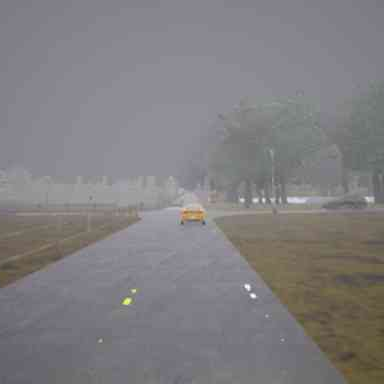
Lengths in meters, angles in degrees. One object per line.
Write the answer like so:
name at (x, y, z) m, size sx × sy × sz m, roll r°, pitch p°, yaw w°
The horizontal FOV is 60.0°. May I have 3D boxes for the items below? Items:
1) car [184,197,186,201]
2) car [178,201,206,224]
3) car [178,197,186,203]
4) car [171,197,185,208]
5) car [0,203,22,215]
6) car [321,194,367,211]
car at (-2.737, 2.155, 75.517) m, size 2.033 × 1.411 × 5.357 m, roll 0°, pitch 0°, yaw 0°
car at (0.142, 1.781, 27.633) m, size 1.882 × 1.535 × 5.008 m, roll 0°, pitch -1°, yaw 2°
car at (-2.734, 2.073, 90.234) m, size 1.882 × 1.535 × 5.008 m, roll 0°, pitch 0°, yaw 0°
car at (-2.780, 2.142, 60.478) m, size 1.994 × 1.385 × 4.181 m, roll 0°, pitch 0°, yaw 1°
car at (-22.912, 1.999, 40.084) m, size 4.181 × 1.385 × 1.994 m, roll 0°, pitch -2°, yaw 0°
car at (19.682, 1.324, 43.163) m, size 5.566 × 2.045 × 2.150 m, roll -2°, pitch -2°, yaw 0°
